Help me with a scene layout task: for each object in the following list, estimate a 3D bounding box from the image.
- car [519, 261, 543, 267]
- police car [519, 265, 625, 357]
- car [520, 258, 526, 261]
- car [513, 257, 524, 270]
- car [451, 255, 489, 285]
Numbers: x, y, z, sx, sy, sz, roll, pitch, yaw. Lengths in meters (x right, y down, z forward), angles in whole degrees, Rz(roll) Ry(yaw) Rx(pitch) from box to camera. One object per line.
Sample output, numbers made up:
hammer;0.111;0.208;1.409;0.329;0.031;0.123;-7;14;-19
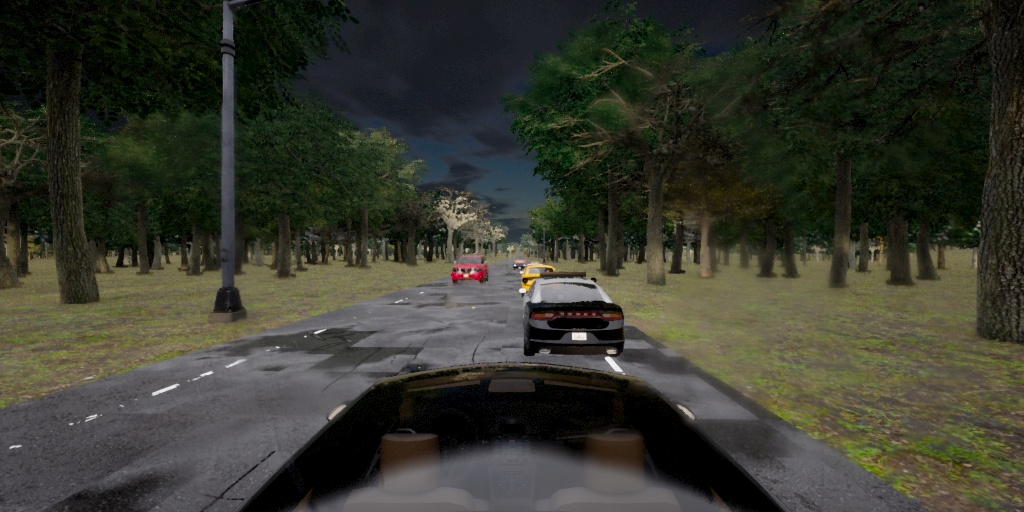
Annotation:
car;1.432;1.208;18.609;1.882;1.535;5.008;0;0;1
police car;1.209;1.170;8.719;1.930;1.638;5.238;0;0;1
car;1.572;1.172;24.797;1.801;1.575;5.366;0;0;1
car;1.092;1.228;48.582;1.895;1.301;4.718;0;0;2
car;-2.946;0.934;26.280;2.150;2.045;5.566;0;0;1
